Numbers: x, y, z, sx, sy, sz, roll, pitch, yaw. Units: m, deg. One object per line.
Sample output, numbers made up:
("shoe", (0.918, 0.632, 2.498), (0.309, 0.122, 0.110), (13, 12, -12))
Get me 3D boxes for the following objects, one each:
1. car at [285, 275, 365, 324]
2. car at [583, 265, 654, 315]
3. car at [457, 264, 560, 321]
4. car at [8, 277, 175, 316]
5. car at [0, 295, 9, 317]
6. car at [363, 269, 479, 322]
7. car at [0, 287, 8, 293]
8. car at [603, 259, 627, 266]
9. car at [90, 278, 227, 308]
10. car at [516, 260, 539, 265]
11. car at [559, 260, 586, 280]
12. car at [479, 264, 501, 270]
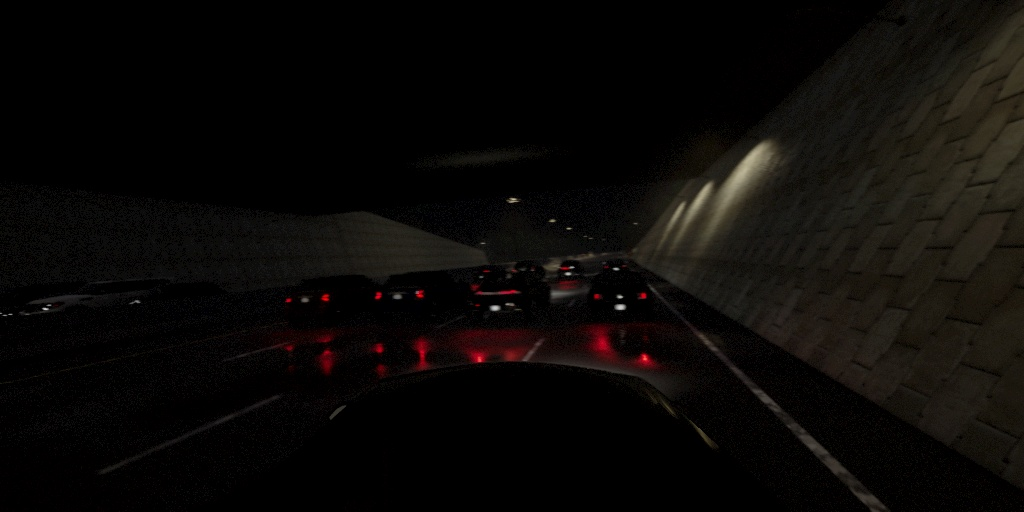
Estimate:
("car", (-6.615, 1.536, 14.523), (2.097, 1.767, 4.553), (-3, 0, 16))
("car", (3.742, 1.175, 12.572), (1.895, 1.301, 4.718), (-3, 0, 16))
("car", (0.159, 1.275, 12.763), (2.128, 1.511, 4.902), (-3, 0, 16))
("car", (-20.311, 2.215, 18.222), (2.150, 2.045, 5.566), (-3, 0, 16))
("car", (-23.717, 2.674, 18.960), (1.882, 1.535, 5.008), (-3, 0, 16))
("car", (-3.181, 1.334, 13.826), (2.097, 1.767, 4.553), (-3, 0, 16))
("car", (-27.056, 2.615, 20.051), (2.150, 2.045, 5.566), (-3, 0, 16))
("car", (8.462, 0.930, 29.306), (1.994, 1.385, 4.181), (-3, 0, 16))
("car", (-16.815, 2.142, 17.712), (2.097, 1.767, 4.553), (-3, 0, 16))
("car", (1.457, 1.129, 30.255), (2.097, 1.767, 4.553), (-3, 0, 16))
("car", (4.919, 1.078, 29.628), (1.837, 1.490, 4.892), (-3, 0, 16))
("car", (-1.828, 1.464, 31.458), (2.128, 1.511, 4.902), (-3, 0, 16))
